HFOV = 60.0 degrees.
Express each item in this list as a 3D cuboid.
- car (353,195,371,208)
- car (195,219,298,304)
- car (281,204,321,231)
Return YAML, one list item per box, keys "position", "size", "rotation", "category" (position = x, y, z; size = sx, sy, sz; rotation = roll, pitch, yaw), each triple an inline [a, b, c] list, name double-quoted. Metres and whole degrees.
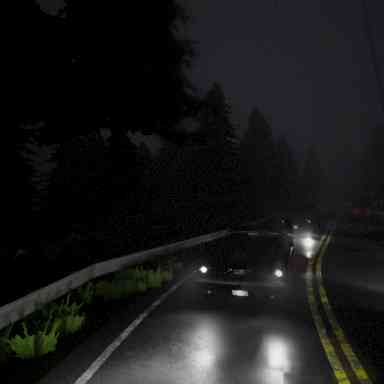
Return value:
- position: [20.602, 1.058, 40.249]
  size: [2.128, 1.511, 4.902]
  rotation: [-2, 0, 28]
  category: "car"
- position: [1.580, 1.598, 8.415]
  size: [1.895, 1.301, 4.718]
  rotation: [-1, 0, 18]
  category: "car"
- position: [6.656, 1.460, 20.059]
  size: [2.033, 1.411, 5.357]
  rotation: [-2, 0, 26]
  category: "car"
